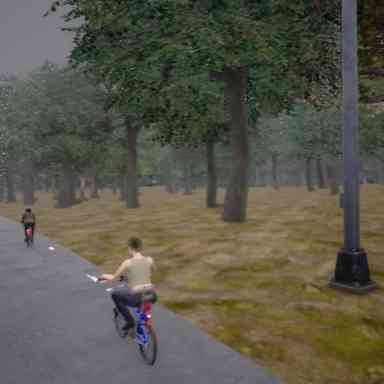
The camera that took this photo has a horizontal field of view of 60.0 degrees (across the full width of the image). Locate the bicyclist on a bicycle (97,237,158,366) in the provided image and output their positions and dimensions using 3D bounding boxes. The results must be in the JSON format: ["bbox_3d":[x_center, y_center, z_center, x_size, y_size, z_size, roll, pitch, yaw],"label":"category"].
[{"bbox_3d":[-0.842,1.436,4.717,0.866,1.612,1.509,-1,0,-32],"label":"bicyclist on a bicycle"}]

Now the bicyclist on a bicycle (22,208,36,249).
[{"bbox_3d":[-6.766,1.510,13.836,0.582,1.620,1.656,-1,0,-34],"label":"bicyclist on a bicycle"}]
